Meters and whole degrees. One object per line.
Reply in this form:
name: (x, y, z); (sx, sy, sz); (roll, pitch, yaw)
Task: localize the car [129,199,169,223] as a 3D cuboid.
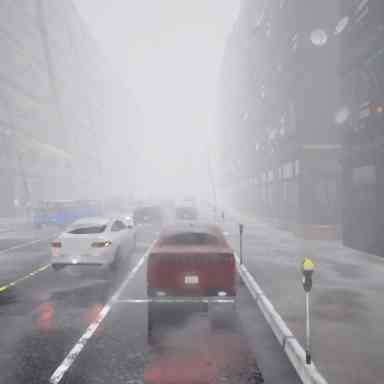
car: (-2.946, 1.500, 23.797); (1.882, 1.535, 5.008); (0, 0, 0)

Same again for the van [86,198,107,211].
van: (-8.313, 1.368, 26.285); (1.690, 1.788, 3.998); (1, 0, 0)

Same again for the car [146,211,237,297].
car: (-0.006, 1.482, 8.653); (1.882, 1.535, 5.008); (0, 0, 0)

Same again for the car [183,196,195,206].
car: (-0.471, 1.553, 59.411); (1.967, 1.590, 4.097); (1, 0, 0)

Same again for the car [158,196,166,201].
car: (-8.324, 1.847, 92.652); (1.802, 1.307, 4.206); (1, 0, 0)

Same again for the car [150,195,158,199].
car: (-8.315, 1.471, 70.528); (2.192, 1.841, 5.009); (1, 0, 0)

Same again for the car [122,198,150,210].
car: (-5.855, 1.647, 35.710); (1.895, 1.301, 4.718); (0, 0, 0)

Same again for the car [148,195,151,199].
car: (-8.320, 1.660, 53.938); (1.947, 1.339, 4.313); (1, 0, 0)

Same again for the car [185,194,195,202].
car: (-0.470, 1.521, 81.536); (2.192, 1.841, 5.009); (1, 0, 0)

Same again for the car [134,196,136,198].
car: (-8.313, 1.379, 42.876); (2.192, 1.841, 5.009); (1, 0, 0)

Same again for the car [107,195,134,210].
car: (-8.313, 1.365, 37.346); (2.192, 1.841, 5.009); (1, 0, 0)

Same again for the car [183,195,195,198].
car: (-0.428, 1.490, 37.286); (1.967, 1.590, 4.097); (1, 0, 0)

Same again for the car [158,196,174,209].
car: (-2.935, 1.566, 42.172); (1.837, 1.490, 4.892); (0, 0, 0)

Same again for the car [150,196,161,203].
car: (-8.321, 1.725, 76.059); (1.887, 1.381, 4.507); (1, 0, 0)

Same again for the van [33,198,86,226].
van: (-8.312, 1.359, 20.753); (1.690, 1.788, 3.998); (2, 0, 0)

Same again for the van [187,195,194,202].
van: (-0.472, 1.576, 87.068); (1.690, 1.788, 3.998); (1, 0, 0)

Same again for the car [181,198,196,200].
car: (-0.437, 1.582, 31.754); (1.887, 1.381, 4.507); (1, 0, 0)

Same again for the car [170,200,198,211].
car: (-0.437, 1.572, 26.224); (1.887, 1.381, 4.507); (1, 0, 0)

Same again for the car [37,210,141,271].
car: (-3.019, 1.533, 10.876); (1.812, 1.442, 4.674); (0, 0, 0)
